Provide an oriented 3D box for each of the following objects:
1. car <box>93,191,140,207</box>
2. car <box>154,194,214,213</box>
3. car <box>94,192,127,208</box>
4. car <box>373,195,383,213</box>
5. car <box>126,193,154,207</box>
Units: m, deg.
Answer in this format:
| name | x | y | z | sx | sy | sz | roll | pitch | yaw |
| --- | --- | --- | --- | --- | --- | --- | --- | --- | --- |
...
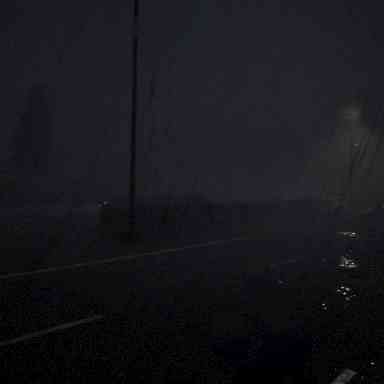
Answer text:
| name | x | y | z | sx | sy | sz | roll | pitch | yaw |
| --- | --- | --- | --- | --- | --- | --- | --- | --- | --- |
| car | -7.366 | 0.676 | 32.812 | 1.994 | 1.385 | 4.181 | 2 | 2 | 40 |
| car | -0.249 | 0.956 | 24.985 | 1.837 | 1.490 | 4.892 | 3 | 2 | 41 |
| car | -5.833 | 0.774 | 29.159 | 2.033 | 1.411 | 5.357 | 2 | 2 | 41 |
| car | 18.694 | 1.325 | 32.057 | 1.994 | 1.385 | 4.181 | 2 | 2 | 34 |
| car | -2.479 | 0.886 | 27.698 | 2.033 | 1.411 | 5.357 | 2 | 2 | 40 |
